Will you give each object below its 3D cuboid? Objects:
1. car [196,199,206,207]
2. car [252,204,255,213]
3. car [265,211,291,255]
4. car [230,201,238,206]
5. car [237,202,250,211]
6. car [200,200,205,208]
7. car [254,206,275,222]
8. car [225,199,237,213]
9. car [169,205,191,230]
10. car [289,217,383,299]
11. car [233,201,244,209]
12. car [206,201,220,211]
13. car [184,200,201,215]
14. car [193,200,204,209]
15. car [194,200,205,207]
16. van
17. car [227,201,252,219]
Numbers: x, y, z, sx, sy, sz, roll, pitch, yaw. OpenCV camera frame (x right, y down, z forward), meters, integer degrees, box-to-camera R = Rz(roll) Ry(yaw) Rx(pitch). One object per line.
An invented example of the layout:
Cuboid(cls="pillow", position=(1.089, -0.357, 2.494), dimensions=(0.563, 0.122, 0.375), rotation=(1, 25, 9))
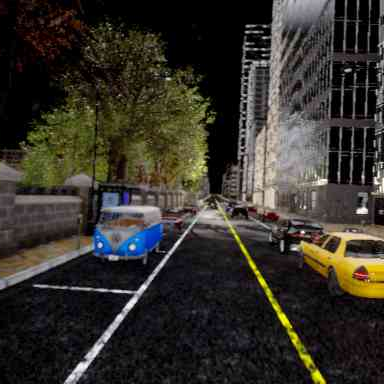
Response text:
Cuboid(cls="car", position=(1.960, 2.425, 73.935), dimensions=(2.008, 1.369, 4.403), rotation=(3, -1, 4))
Cuboid(cls="car", position=(8.842, 2.524, 50.685), dimensions=(1.887, 1.381, 4.507), rotation=(3, -1, 4))
Cuboid(cls="car", position=(4.743, 1.909, 15.124), dimensions=(1.837, 1.490, 4.892), rotation=(3, -1, 4))
Cuboid(cls="car", position=(11.413, 3.055, 90.365), dimensions=(1.802, 1.307, 4.206), rotation=(3, 0, 4))
Cuboid(cls="car", position=(9.576, 2.690, 62.022), dimensions=(1.947, 1.339, 4.313), rotation=(3, -1, 4))
Cuboid(cls="car", position=(0.489, 2.138, 51.252), dimensions=(2.008, 1.369, 4.403), rotation=(3, -1, 4))
Cuboid(cls="car", position=(7.738, 2.333, 33.678), dimensions=(1.802, 1.307, 4.206), rotation=(3, -1, 4))
Cuboid(cls="car", position=(6.077, 2.188, 49.524), dimensions=(2.097, 1.767, 4.553), rotation=(3, -1, 4))
Cuboid(cls="car", position=(-1.350, 1.782, 22.899), dimensions=(1.802, 1.307, 4.206), rotation=(3, -1, 4))
Cuboid(cls="car", position=(4.370, 1.775, 9.328), dimensions=(1.801, 1.575, 5.366), rotation=(3, -1, 4))
Cuboid(cls="car", position=(10.311, 2.817, 73.361), dimensions=(2.008, 1.369, 4.403), rotation=(3, -1, 4))
Cuboid(cls="car", position=(3.362, 2.256, 54.073), dimensions=(1.837, 1.490, 4.892), rotation=(3, -1, 4))
Cuboid(cls="car", position=(-0.246, 1.981, 39.910), dimensions=(1.887, 1.381, 4.507), rotation=(3, -1, 4))
Cuboid(cls="car", position=(1.215, 2.256, 62.423), dimensions=(1.752, 1.417, 4.829), rotation=(3, -1, 4))
Cuboid(cls="car", position=(1.592, 2.354, 68.263), dimensions=(2.008, 1.369, 4.403), rotation=(3, -1, 4))
Cuboid(cls="van", position=(-2.072, 1.379, 11.561), dimensions=(1.690, 1.788, 3.998), rotation=(3, -1, 4))
Cuboid(cls="car", position=(5.325, 2.183, 37.561), dimensions=(1.837, 1.490, 4.892), rotation=(3, 0, 4))
